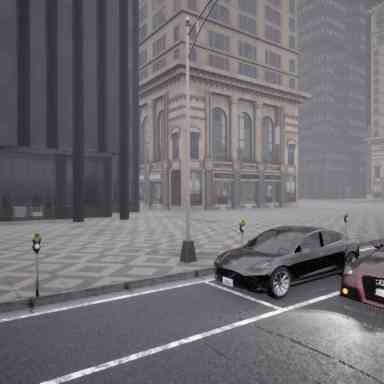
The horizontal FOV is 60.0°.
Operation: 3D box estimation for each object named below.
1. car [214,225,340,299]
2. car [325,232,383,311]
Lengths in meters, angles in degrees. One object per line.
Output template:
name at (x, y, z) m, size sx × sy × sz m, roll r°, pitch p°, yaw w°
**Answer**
car at (2.546, 1.565, 8.452) m, size 4.313 × 1.339 × 1.947 m, roll 0°, pitch 0°, yaw -35°
car at (4.929, 1.563, 6.875) m, size 4.181 × 1.385 × 1.994 m, roll 0°, pitch 0°, yaw -35°
